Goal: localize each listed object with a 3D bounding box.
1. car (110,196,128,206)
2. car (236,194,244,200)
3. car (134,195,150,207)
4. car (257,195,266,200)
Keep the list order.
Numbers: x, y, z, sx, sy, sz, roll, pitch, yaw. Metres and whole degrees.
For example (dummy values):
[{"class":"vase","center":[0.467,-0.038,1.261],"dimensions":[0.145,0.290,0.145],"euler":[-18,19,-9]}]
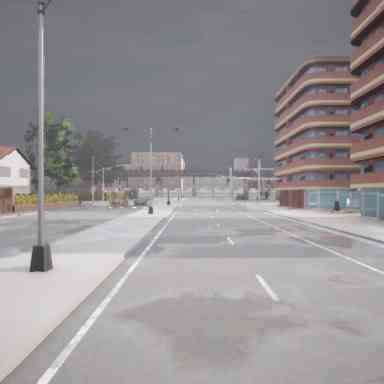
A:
[{"class":"car","center":[-11.500,1.403,52.680],"dimensions":[2.097,1.767,4.553],"euler":[0,0,0]},{"class":"car","center":[13.210,1.293,90.641],"dimensions":[2.242,1.667,4.611],"euler":[0,0,0]},{"class":"car","center":[-8.000,1.559,52.650],"dimensions":[1.837,1.490,4.892],"euler":[0,0,0]},{"class":"car","center":[18.955,1.454,91.403],"dimensions":[1.970,1.475,3.806],"euler":[0,0,0]}]
